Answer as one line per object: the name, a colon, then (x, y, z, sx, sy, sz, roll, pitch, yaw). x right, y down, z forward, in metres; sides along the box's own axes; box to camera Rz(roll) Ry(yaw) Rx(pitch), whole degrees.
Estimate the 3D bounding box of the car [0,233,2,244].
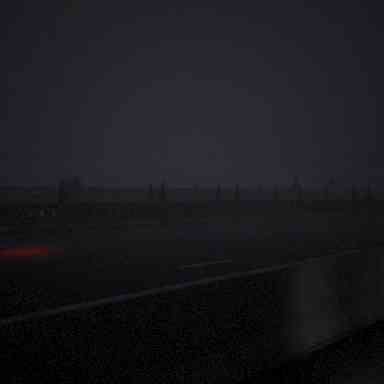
car: (-8.842, 1.449, 10.399, 5.008, 1.535, 1.882, 0, 0, -35)
